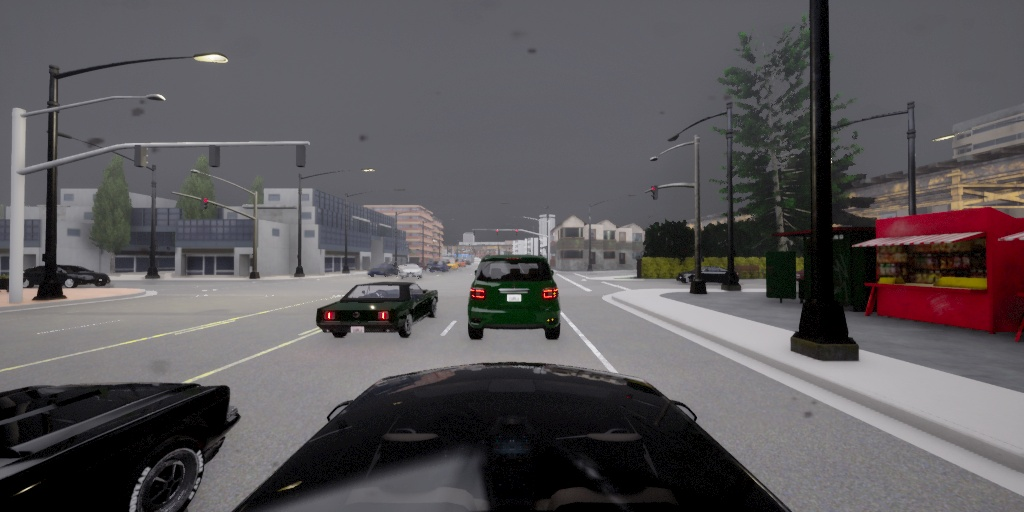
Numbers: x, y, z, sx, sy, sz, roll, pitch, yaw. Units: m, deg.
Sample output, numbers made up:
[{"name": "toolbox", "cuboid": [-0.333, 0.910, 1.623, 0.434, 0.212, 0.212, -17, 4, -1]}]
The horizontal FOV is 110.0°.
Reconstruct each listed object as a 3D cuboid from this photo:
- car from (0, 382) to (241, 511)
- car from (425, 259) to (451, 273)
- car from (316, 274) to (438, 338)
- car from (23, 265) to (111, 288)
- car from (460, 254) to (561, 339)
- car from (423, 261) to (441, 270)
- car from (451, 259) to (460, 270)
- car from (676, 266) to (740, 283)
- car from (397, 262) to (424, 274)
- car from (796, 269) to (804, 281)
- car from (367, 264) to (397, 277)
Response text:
[{"name": "car", "cuboid": [-3.402, 1.351, 1.100, 1.895, 1.301, 4.718, 0, 0, 0]}, {"name": "car", "cuboid": [-10.628, 1.504, 51.965, 2.097, 1.767, 4.553, 0, 0, 0]}, {"name": "car", "cuboid": [-3.438, 1.368, 10.240, 1.895, 1.301, 4.718, 0, 0, 0]}, {"name": "car", "cuboid": [-29.644, 1.344, 23.742, 4.892, 1.490, 1.837, 0, -1, 1]}, {"name": "car", "cuboid": [0.059, 0.986, 10.224, 2.150, 2.045, 5.566, 0, 0, 0]}, {"name": "car", "cuboid": [-14.101, 1.636, 63.621, 2.128, 1.511, 4.902, 0, 0, 0]}, {"name": "car", "cuboid": [-10.608, 1.632, 62.298, 1.882, 1.535, 5.008, 0, 0, 0]}, {"name": "car", "cuboid": [14.745, 1.448, 27.112, 4.181, 1.385, 1.994, 0, -1, 0]}, {"name": "car", "cuboid": [-9.688, 1.512, 34.536, 1.812, 1.442, 4.674, 0, -1, -14]}, {"name": "car", "cuboid": [23.242, 1.409, 27.045, 4.674, 1.442, 1.812, 0, -1, 1]}, {"name": "car", "cuboid": [-14.152, 1.596, 39.775, 2.033, 1.411, 5.357, 0, -1, 0]}]
